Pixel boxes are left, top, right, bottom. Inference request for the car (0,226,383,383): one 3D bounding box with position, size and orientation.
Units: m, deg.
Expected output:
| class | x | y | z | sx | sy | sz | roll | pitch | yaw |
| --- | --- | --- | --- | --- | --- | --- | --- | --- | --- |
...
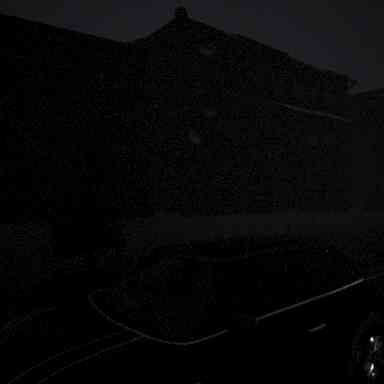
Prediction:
| class | x | y | z | sx | sy | sz | roll | pitch | yaw |
| --- | --- | --- | --- | --- | --- | --- | --- | --- | --- |
| car | 0.157 | 1.348 | 3.616 | 4.553 | 1.767 | 2.097 | 0 | 0 | -37 |
